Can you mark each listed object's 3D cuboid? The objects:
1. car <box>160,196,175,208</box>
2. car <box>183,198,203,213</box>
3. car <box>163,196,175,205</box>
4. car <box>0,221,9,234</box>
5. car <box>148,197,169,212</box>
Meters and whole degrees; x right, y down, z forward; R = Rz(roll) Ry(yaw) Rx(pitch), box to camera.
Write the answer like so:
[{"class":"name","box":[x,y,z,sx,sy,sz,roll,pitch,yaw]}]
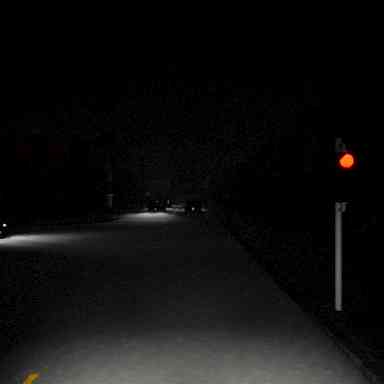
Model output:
[{"class":"car","box":[-4.087,1.352,48.387,2.097,1.767,4.553,0,0,0]},{"class":"car","box":[0.112,1.506,37.882,1.837,1.490,4.892,0,0,0]},{"class":"car","box":[-4.054,1.525,58.541,1.812,1.442,4.674,0,0,0]},{"class":"car","box":[-11.769,1.547,15.782,5.357,1.411,2.033,0,0,0]},{"class":"car","box":[-4.099,1.601,39.424,1.895,1.301,4.718,0,0,0]}]
